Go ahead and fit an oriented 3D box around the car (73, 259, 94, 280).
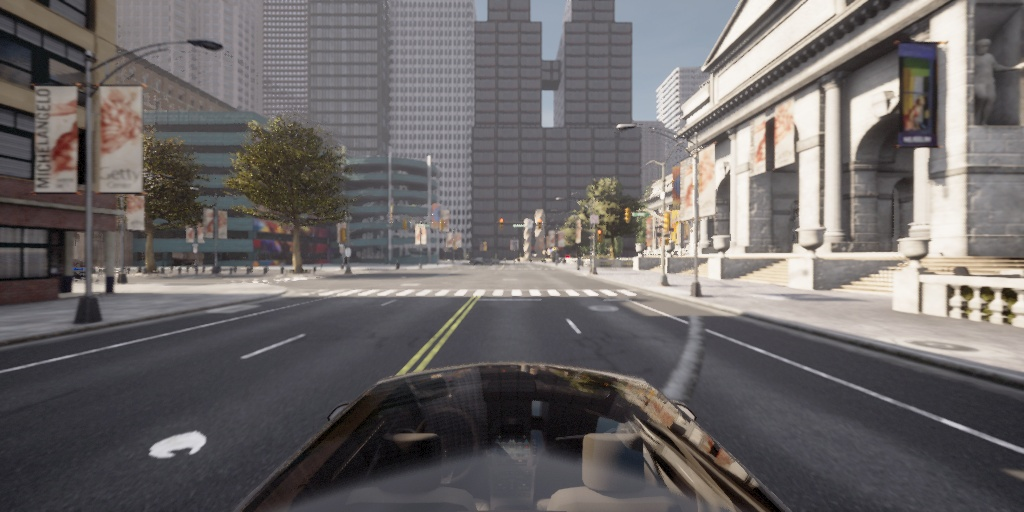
[{"bbox_3d":[-36.471,1.173,28.352,5.008,1.535,1.882,0,0,0],"label":"car"}]
